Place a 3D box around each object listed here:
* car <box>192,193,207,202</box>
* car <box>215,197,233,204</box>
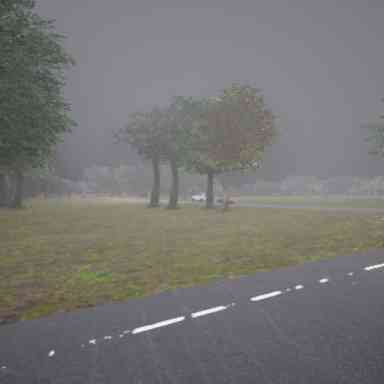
[{"bbox_3d":[2.149,1.206,74.665,2.150,2.045,5.566,1,0,-34],"label":"car"},{"bbox_3d":[6.565,1.698,68.052,1.994,1.385,4.181,1,-1,-33],"label":"car"}]
